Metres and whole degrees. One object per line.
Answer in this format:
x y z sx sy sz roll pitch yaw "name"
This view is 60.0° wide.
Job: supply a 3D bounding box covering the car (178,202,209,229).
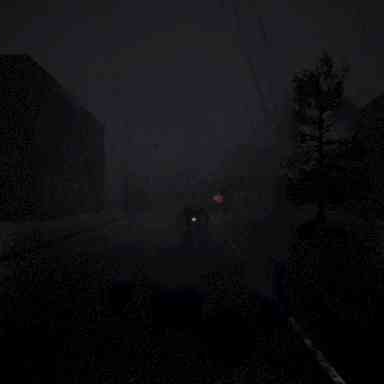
0.112 1.624 22.096 1.994 1.385 4.181 0 0 0 "car"
